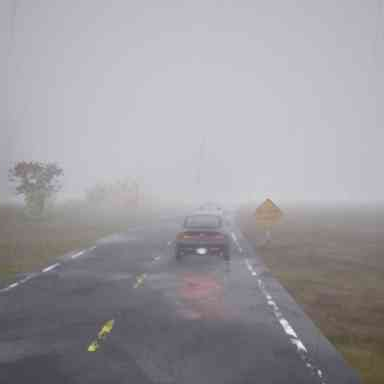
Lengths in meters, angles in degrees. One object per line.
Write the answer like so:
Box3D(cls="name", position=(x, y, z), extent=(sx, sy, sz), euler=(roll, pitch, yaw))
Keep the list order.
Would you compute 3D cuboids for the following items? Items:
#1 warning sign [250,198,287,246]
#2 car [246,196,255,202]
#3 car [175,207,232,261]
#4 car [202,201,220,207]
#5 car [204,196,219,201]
Box3D(cls="warning sign", position=(3.072, 1.160, 13.451), extent=(1.300, 1.860, 1.060), euler=(0, 0, 3))
Box3D(cls="car", position=(15.234, 1.702, 86.373), extent=(1.882, 1.535, 5.008), euler=(0, 0, 18))
Box3D(cls="car", position=(0.448, 1.546, 12.550), extent=(1.837, 1.490, 4.892), euler=(0, 0, 4))
Box3D(cls="car", position=(1.542, 1.682, 26.765), extent=(1.895, 1.301, 4.718), euler=(0, 0, 7))
Box3D(cls="car", position=(3.364, 1.514, 58.043), extent=(2.097, 1.767, 4.553), euler=(0, 0, 13))
